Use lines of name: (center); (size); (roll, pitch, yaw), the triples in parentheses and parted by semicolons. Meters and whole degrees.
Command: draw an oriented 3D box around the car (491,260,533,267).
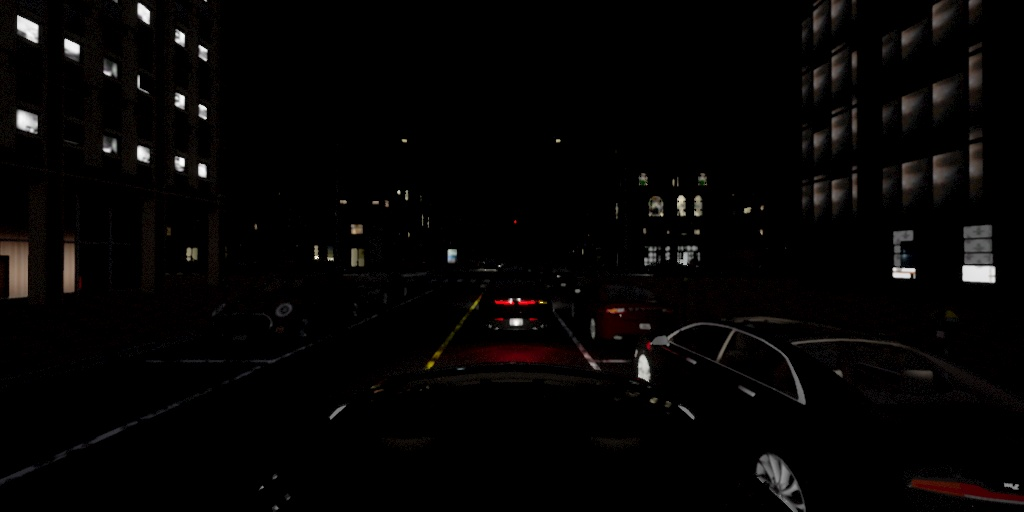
car: (0.080, 1.193, 20.679); (1.882, 1.535, 5.008); (0, 0, 2)

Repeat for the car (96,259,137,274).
car: (-36.515, 1.070, 33.400); (4.403, 1.370, 2.007); (0, 0, 1)

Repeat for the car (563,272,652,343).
car: (2.684, 1.281, 9.476); (1.888, 1.381, 4.507); (0, 0, 0)

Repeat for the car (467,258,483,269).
car: (-5.733, 1.239, 53.256); (1.802, 1.307, 4.207); (0, 0, 0)

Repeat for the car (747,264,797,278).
car: (23.617, 1.374, 32.490); (4.207, 1.307, 1.802); (0, 0, 1)

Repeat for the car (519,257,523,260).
car: (2.638, 1.220, 64.292); (1.802, 1.307, 4.207); (0, 0, 0)

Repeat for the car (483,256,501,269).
car: (-3.133, 1.134, 54.240); (1.882, 1.535, 5.008); (0, 0, 0)

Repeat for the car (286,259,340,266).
car: (-19.140, 1.094, 35.740); (4.902, 1.511, 2.128); (0, 0, 1)

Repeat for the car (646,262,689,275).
car: (16.650, 1.342, 38.420); (4.181, 1.385, 1.994); (0, 0, 1)

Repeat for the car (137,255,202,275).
car: (-30.978, 0.857, 33.319); (5.009, 1.841, 2.192); (0, 0, 1)

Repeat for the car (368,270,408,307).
car: (-5.701, 1.276, 15.178); (2.007, 1.370, 4.403); (0, 0, 0)

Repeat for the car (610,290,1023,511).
car: (2.689, 1.297, 3.784); (2.007, 1.370, 4.403); (0, 0, 0)

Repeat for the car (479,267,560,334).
car: (0.093, 1.239, 10.490); (1.837, 1.490, 4.892); (0, 0, 0)

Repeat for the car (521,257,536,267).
car: (2.647, 1.223, 53.250); (1.948, 1.339, 4.313); (0, 0, 0)

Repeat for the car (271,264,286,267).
car: (-25.487, 1.121, 41.621); (4.829, 1.417, 1.751); (0, 0, 1)

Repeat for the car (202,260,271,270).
car: (-25.441, 1.116, 33.239); (4.403, 1.370, 2.007); (0, 0, 1)

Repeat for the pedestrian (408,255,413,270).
pedestrian: (-12.587, 0.803, 44.382); (0.375, 1.860, 0.375); (0, 0, 1)

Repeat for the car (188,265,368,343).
car: (-5.696, 1.176, 9.486); (1.967, 1.591, 4.097); (0, 0, 0)

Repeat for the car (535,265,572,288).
car: (2.675, 1.266, 20.860); (2.007, 1.370, 4.403); (0, 0, 0)
